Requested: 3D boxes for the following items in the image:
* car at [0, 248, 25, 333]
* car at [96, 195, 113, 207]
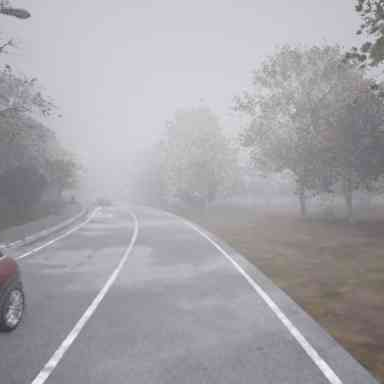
[{"bbox_3d":[-3.778,1.340,3.639,2.097,1.767,4.553,0,0,-2],"label":"car"},{"bbox_3d":[-12.172,1.202,46.082,1.837,1.490,4.892,1,-1,-20],"label":"car"}]
